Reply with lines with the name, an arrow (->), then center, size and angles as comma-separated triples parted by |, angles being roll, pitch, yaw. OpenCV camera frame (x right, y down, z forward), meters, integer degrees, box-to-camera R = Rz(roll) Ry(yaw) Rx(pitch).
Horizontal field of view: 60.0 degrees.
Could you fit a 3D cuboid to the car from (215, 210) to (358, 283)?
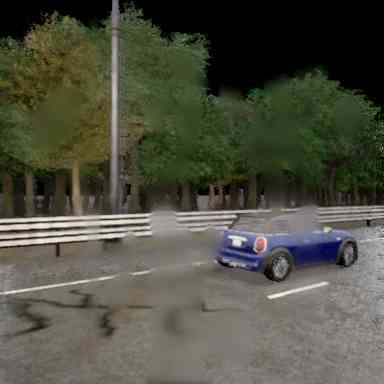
car -> 2.962, 1.382, 10.021 | 4.553, 1.767, 2.097 | 0, 0, -34
